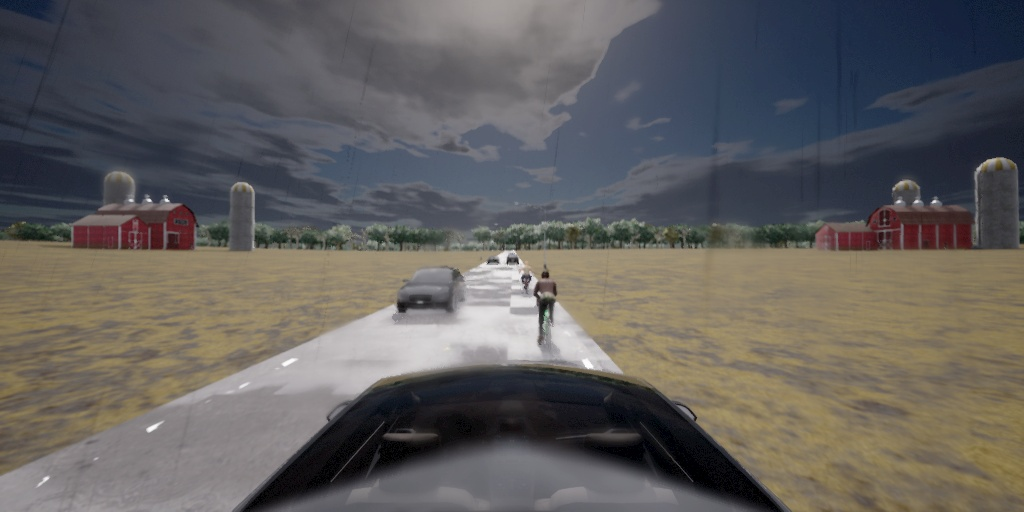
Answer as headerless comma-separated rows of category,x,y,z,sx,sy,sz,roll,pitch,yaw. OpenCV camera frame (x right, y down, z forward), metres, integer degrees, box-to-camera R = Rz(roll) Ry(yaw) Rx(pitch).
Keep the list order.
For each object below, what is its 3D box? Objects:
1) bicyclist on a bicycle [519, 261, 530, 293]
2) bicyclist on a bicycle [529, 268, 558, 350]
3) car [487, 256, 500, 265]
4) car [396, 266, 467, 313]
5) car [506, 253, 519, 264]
bicyclist on a bicycle,0.738,1.046,18.191,0.866,1.612,1.509,0,1,0
bicyclist on a bicycle,0.757,1.160,7.957,0.582,1.620,1.656,0,0,0
car,-2.825,0.644,54.498,1.895,1.301,4.718,0,1,0
car,-2.847,1.162,13.547,1.837,1.490,4.892,0,1,0
car,0.104,0.470,57.054,1.882,1.535,5.008,0,1,0
